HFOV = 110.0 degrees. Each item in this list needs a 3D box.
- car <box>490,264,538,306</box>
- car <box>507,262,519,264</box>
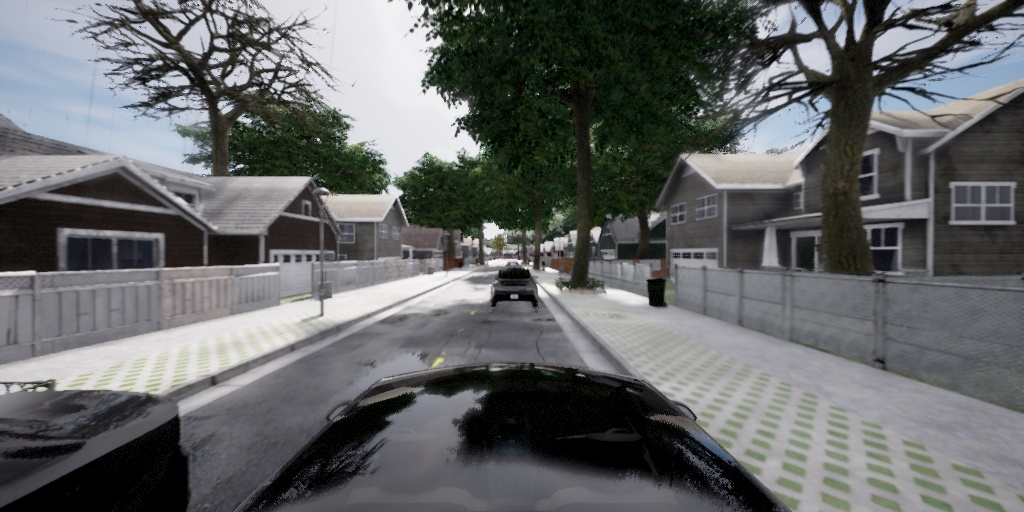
[{"bbox_3d":[0.095,1.261,15.684,1.837,1.490,4.892,0,0,0],"label":"car"},{"bbox_3d":[0.104,1.318,38.350,2.033,1.411,5.357,0,0,0],"label":"car"}]
